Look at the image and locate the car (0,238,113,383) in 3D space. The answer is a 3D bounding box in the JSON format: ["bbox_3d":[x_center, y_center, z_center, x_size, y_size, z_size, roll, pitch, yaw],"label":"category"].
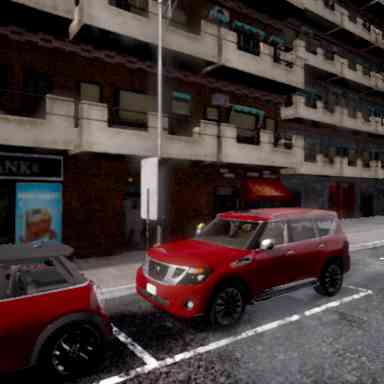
[{"bbox_3d":[-3.138,1.441,3.853,4.097,1.590,1.967,0,0,-35],"label":"car"}]

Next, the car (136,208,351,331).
[{"bbox_3d":[1.369,1.314,7.067,5.009,1.841,2.192,0,0,-35],"label":"car"}]
